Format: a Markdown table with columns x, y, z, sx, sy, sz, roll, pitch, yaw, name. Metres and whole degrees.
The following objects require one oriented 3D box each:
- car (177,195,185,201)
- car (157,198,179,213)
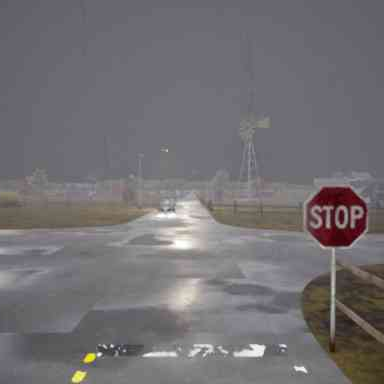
| x | y | z | sx | sy | sz | roll | pitch | yaw | name |
| --- | --- | --- | --- | --- | --- | --- | --- | --- | --- |
| -2.749 | 1.545 | 84.644 | 2.033 | 1.411 | 5.357 | 0 | 0 | 0 | car |
| -2.752 | 1.575 | 37.285 | 2.128 | 1.511 | 4.902 | 0 | 1 | 0 | car |
